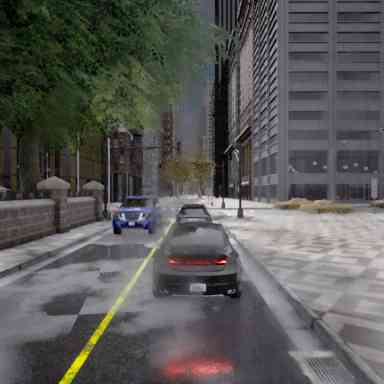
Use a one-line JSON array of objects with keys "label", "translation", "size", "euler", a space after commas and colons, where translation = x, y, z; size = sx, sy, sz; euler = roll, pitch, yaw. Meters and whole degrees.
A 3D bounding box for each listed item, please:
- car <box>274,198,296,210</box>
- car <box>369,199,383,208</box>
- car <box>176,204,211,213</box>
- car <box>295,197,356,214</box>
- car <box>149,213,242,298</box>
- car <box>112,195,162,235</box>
[{"label": "car", "translation": [12.104, 1.330, 39.106], "size": [4.829, 1.417, 1.752], "euler": [-1, 1, 0]}, {"label": "car", "translation": [23.445, 1.145, 39.043], "size": [4.829, 1.417, 1.752], "euler": [-1, 1, 0]}, {"label": "car", "translation": [0.098, 1.441, 18.651], "size": [2.033, 1.649, 4.856], "euler": [0, 0, 1]}, {"label": "car", "translation": [12.407, 1.342, 30.579], "size": [4.829, 1.417, 1.752], "euler": [-1, 1, 0]}, {"label": "car", "translation": [0.113, 1.508, 8.521], "size": [1.837, 1.490, 4.892], "euler": [0, 0, 0]}, {"label": "car", "translation": [-2.970, 1.223, 19.136], "size": [2.150, 2.045, 5.566], "euler": [0, 0, 0]}]
